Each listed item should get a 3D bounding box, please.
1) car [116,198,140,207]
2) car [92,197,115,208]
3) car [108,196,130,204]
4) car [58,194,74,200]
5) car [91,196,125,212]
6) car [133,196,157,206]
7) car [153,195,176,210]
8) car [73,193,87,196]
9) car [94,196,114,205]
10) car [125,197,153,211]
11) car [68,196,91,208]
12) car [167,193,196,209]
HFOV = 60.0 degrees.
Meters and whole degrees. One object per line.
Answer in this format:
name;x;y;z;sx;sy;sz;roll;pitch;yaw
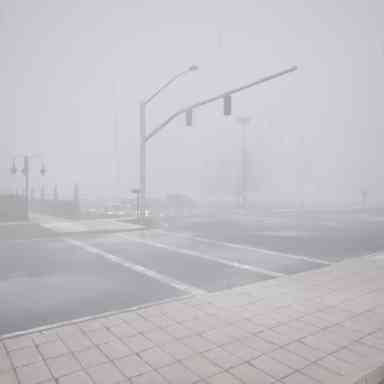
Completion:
car;-9.968;1.601;51.414;1.895;1.301;4.718;0;0;-36
car;-13.404;1.505;50.189;1.837;1.490;4.892;0;0;-36
car;-13.883;1.547;62.788;2.033;1.411;5.357;0;0;-36
car;-21.594;1.505;55.508;1.837;1.490;4.892;0;0;-36
car;-10.077;1.526;39.694;1.812;1.442;4.674;0;0;-36
car;-7.718;1.505;54.276;1.837;1.490;4.892;0;0;-36
car;-4.551;1.505;43.991;1.837;1.490;4.892;0;0;-36
car;-19.693;1.221;58.855;2.150;2.045;5.566;0;0;-36
car;-15.814;1.505;59.472;1.837;1.490;4.892;0;0;-36
car;-7.496;1.547;42.092;2.033;1.411;5.357;0;0;-36
car;-15.484;1.601;47.099;1.895;1.301;4.718;0;0;-36
car;-1.732;1.221;46.069;2.150;2.045;5.566;0;0;-36
